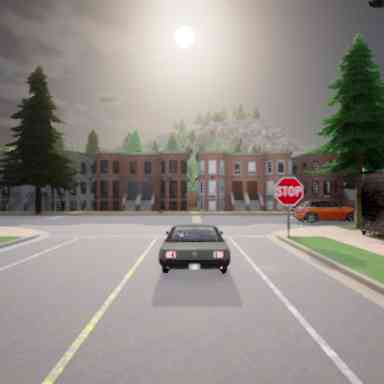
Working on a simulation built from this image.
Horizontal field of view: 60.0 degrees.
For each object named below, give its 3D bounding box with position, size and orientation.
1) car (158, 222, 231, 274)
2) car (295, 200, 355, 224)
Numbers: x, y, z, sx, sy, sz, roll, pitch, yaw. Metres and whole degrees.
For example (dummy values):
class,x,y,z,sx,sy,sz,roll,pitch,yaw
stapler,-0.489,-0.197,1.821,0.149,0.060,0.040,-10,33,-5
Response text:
class,x,y,z,sx,sy,sz,roll,pitch,yaw
car,0.078,1.628,10.673,1.895,1.301,4.718,0,0,0
car,10.150,1.393,24.869,4.553,1.767,2.097,0,0,-1
